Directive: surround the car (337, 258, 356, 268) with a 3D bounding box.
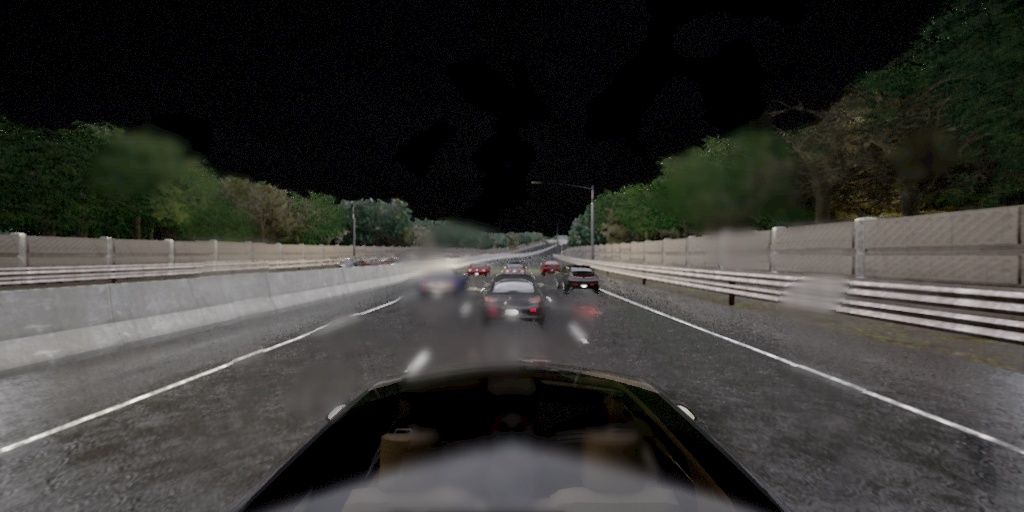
[{"bbox_3d":[-20.483,1.070,45.844,2.128,1.511,4.902,0,1,2],"label":"car"}]

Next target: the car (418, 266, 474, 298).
[{"bbox_3d":[-3.363,1.377,18.600,1.895,1.301,4.718,0,0,1],"label":"car"}]

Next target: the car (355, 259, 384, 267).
[{"bbox_3d":[-17.042,1.201,44.204,1.895,1.301,4.718,0,1,2],"label":"car"}]

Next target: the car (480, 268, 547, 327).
[{"bbox_3d":[0.067,1.304,11.555,1.812,1.442,4.674,0,0,1],"label":"car"}]

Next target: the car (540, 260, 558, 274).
[{"bbox_3d":[3.942,1.165,36.368,1.882,1.535,5.008,0,0,1],"label":"car"}]

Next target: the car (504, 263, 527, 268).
[{"bbox_3d":[0.303,1.273,31.309,2.033,1.411,5.357,0,0,1],"label":"car"}]

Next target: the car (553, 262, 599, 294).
[{"bbox_3d":[3.660,1.276,20.462,1.837,1.490,4.892,0,-1,1],"label":"car"}]

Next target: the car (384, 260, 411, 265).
[{"bbox_3d":[-13.545,1.203,44.044,1.895,1.301,4.718,0,1,2],"label":"car"}]

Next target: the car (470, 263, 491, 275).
[{"bbox_3d":[-3.109,1.303,34.477,1.895,1.301,4.718,0,0,1],"label":"car"}]
